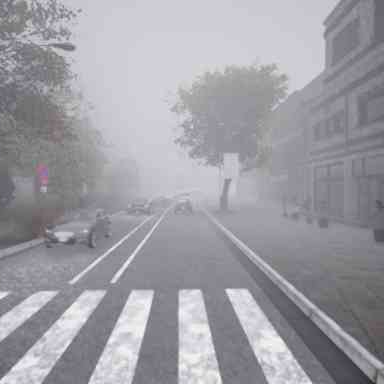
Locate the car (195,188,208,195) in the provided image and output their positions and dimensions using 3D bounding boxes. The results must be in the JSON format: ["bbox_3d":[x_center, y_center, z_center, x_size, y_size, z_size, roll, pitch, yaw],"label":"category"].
[{"bbox_3d":[2.280,0.057,84.230,1.812,1.442,4.674,0,3,12],"label":"car"}]

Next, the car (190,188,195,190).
[{"bbox_3d":[-1.452,0.132,83.681,2.097,1.535,5.008,0,3,12],"label":"car"}]

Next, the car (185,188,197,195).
[{"bbox_3d":[-0.222,-0.171,89.249,2.231,1.521,4.892,0,3,15],"label":"car"}]

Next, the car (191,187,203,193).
[{"bbox_3d":[1.419,-0.494,95.351,2.097,1.535,5.008,0,3,16],"label":"car"}]

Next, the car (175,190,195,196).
[{"bbox_3d":[-1.005,1.047,53.740,2.150,2.045,5.566,0,0,1],"label":"car"}]

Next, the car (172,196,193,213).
[{"bbox_3d":[-0.899,1.411,35.152,1.812,1.442,4.674,0,0,-2],"label":"car"}]

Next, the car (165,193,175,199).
[{"bbox_3d":[-4.356,1.287,61.011,2.002,1.452,4.674,-2,2,2],"label":"car"}]

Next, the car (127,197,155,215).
[{"bbox_3d":[-4.976,1.313,32.823,2.097,1.767,4.553,0,0,1],"label":"car"}]

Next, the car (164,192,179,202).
[{"bbox_3d":[-4.024,0.933,67.136,2.097,1.535,5.008,1,3,8],"label":"car"}]

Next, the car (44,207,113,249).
[{"bbox_3d":[-4.723,1.445,14.458,2.128,1.511,4.902,0,0,-2],"label":"car"}]
